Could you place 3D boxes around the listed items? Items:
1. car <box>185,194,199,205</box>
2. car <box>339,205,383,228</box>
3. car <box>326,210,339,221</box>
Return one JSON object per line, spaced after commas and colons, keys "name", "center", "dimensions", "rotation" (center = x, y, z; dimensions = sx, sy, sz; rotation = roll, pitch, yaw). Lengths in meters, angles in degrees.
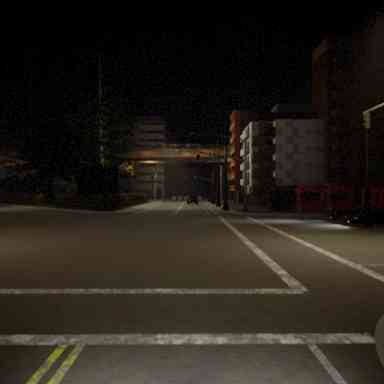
{"name": "car", "center": [0.121, 1.511, 60.984], "dimensions": [1.837, 1.490, 4.892], "rotation": [0, 0, 0]}
{"name": "car", "center": [13.369, 1.662, 22.779], "dimensions": [5.357, 1.411, 2.033], "rotation": [1, 0, 0]}
{"name": "car", "center": [13.181, 1.712, 26.275], "dimensions": [4.718, 1.301, 1.895], "rotation": [1, 0, 0]}
